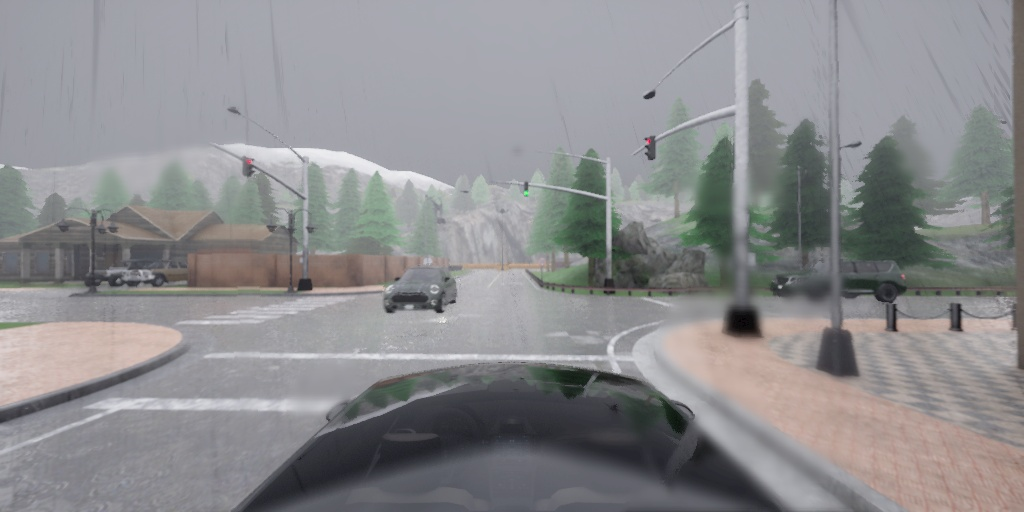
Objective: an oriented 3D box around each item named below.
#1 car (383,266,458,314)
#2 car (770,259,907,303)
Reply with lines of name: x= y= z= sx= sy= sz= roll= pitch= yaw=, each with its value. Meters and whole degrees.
car: x=-3.513 y=1.195 z=14.505 sx=2.097 sy=1.767 sz=4.553 roll=0 pitch=-1 yaw=0
car: x=16.014 y=1.184 z=17.751 sx=5.566 sy=2.045 sz=2.150 roll=0 pitch=-1 yaw=-1
